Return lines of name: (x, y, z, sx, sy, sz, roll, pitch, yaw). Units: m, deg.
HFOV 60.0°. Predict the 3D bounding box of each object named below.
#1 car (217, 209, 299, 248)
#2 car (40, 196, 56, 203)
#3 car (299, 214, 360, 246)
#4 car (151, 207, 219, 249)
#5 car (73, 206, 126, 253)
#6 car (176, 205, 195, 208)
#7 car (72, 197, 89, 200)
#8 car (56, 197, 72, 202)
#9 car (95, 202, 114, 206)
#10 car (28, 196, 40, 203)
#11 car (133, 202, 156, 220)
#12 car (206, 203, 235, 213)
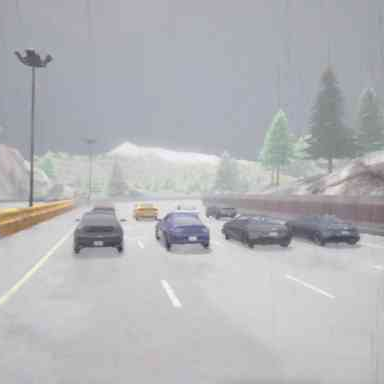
car: (2.909, 1.723, 15.791, 1.994, 1.385, 4.181, 1, 0, -14)
car: (-30.266, 1.660, 71.924, 1.812, 1.442, 4.674, 1, 0, 1)
car: (6.294, 1.774, 16.681, 1.994, 1.385, 4.181, 1, 0, -14)
car: (-0.510, 1.634, 15.045, 1.812, 1.442, 4.674, 1, 0, -14)
car: (-3.882, 1.564, 14.101, 1.837, 1.490, 4.892, 1, 0, -14)
car: (-0.707, 1.821, 30.170, 1.895, 1.301, 4.718, 1, 0, -14)
car: (-23.283, 1.769, 71.411, 2.033, 1.411, 5.357, 1, 0, 1)
car: (-26.776, 1.778, 71.637, 1.895, 1.301, 4.718, 1, 0, 1)
car: (-7.578, 1.597, 28.824, 1.882, 1.535, 5.008, 1, 0, -14)
car: (-33.764, 1.653, 72.182, 1.994, 1.385, 4.181, 1, 0, 1)
car: (-4.183, 1.648, 29.671, 1.882, 1.535, 5.008, 1, 0, -14)
car: (2.646, 1.764, 31.208, 2.128, 1.511, 4.902, 1, 0, -14)
